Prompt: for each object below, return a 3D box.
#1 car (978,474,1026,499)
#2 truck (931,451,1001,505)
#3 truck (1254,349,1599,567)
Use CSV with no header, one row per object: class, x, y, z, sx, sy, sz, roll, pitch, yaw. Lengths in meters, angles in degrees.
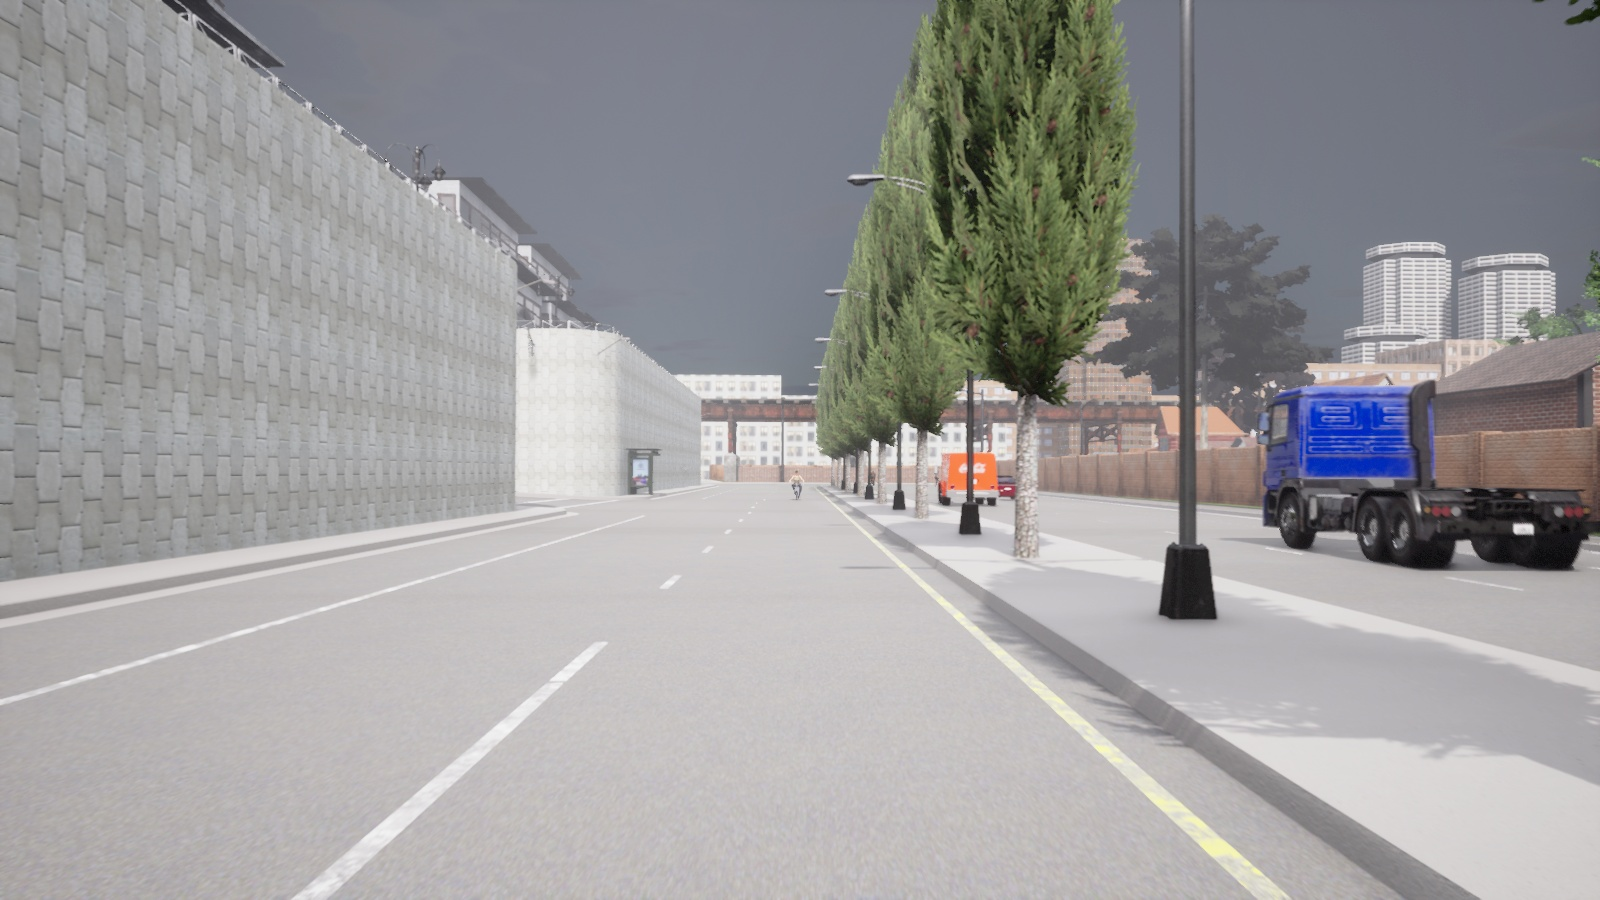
car,11.329,2.034,70.657,1.994,1.385,4.181,0,-1,0
truck,7.853,1.314,59.841,2.627,2.467,5.204,0,-1,0
truck,11.471,0.193,23.885,2.891,3.462,7.936,0,-1,1
